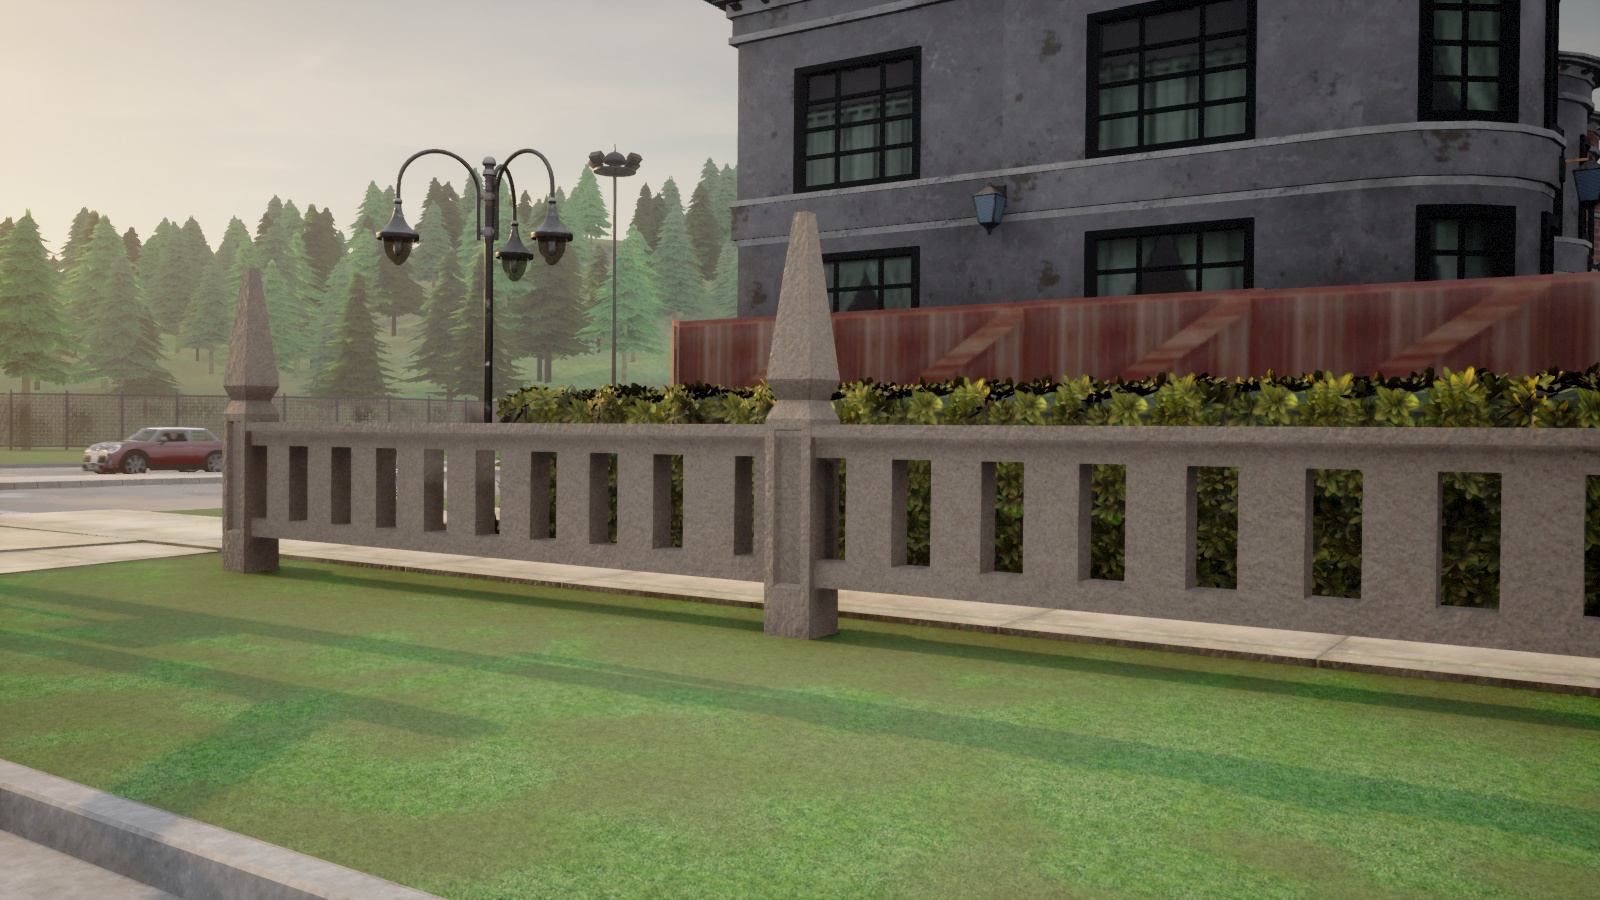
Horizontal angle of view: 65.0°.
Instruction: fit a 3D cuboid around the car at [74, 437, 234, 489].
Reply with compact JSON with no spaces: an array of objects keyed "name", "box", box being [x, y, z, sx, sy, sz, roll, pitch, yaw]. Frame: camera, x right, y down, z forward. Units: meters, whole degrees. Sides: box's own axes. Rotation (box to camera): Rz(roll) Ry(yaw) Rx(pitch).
[{"name":"car","box":[-19.440,0.355,37.914,1.970,1.475,3.806,0,1,34]}]
